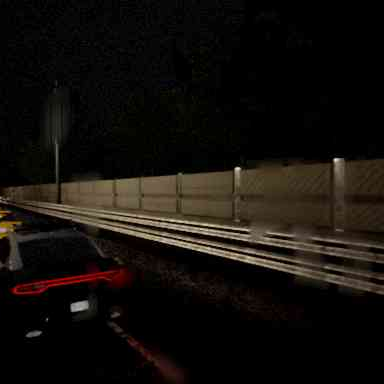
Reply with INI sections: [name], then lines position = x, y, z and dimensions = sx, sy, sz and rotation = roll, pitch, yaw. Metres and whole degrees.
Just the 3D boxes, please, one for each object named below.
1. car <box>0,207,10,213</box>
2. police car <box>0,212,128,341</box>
[car]
position = -8.897, 1.477, 15.100
dimensions = 1.801, 1.575, 5.366
rotation = -1, 0, -35
[police car]
position = -3.092, 1.430, 6.861
dimensions = 1.930, 1.638, 5.238
rotation = -1, 0, -35
